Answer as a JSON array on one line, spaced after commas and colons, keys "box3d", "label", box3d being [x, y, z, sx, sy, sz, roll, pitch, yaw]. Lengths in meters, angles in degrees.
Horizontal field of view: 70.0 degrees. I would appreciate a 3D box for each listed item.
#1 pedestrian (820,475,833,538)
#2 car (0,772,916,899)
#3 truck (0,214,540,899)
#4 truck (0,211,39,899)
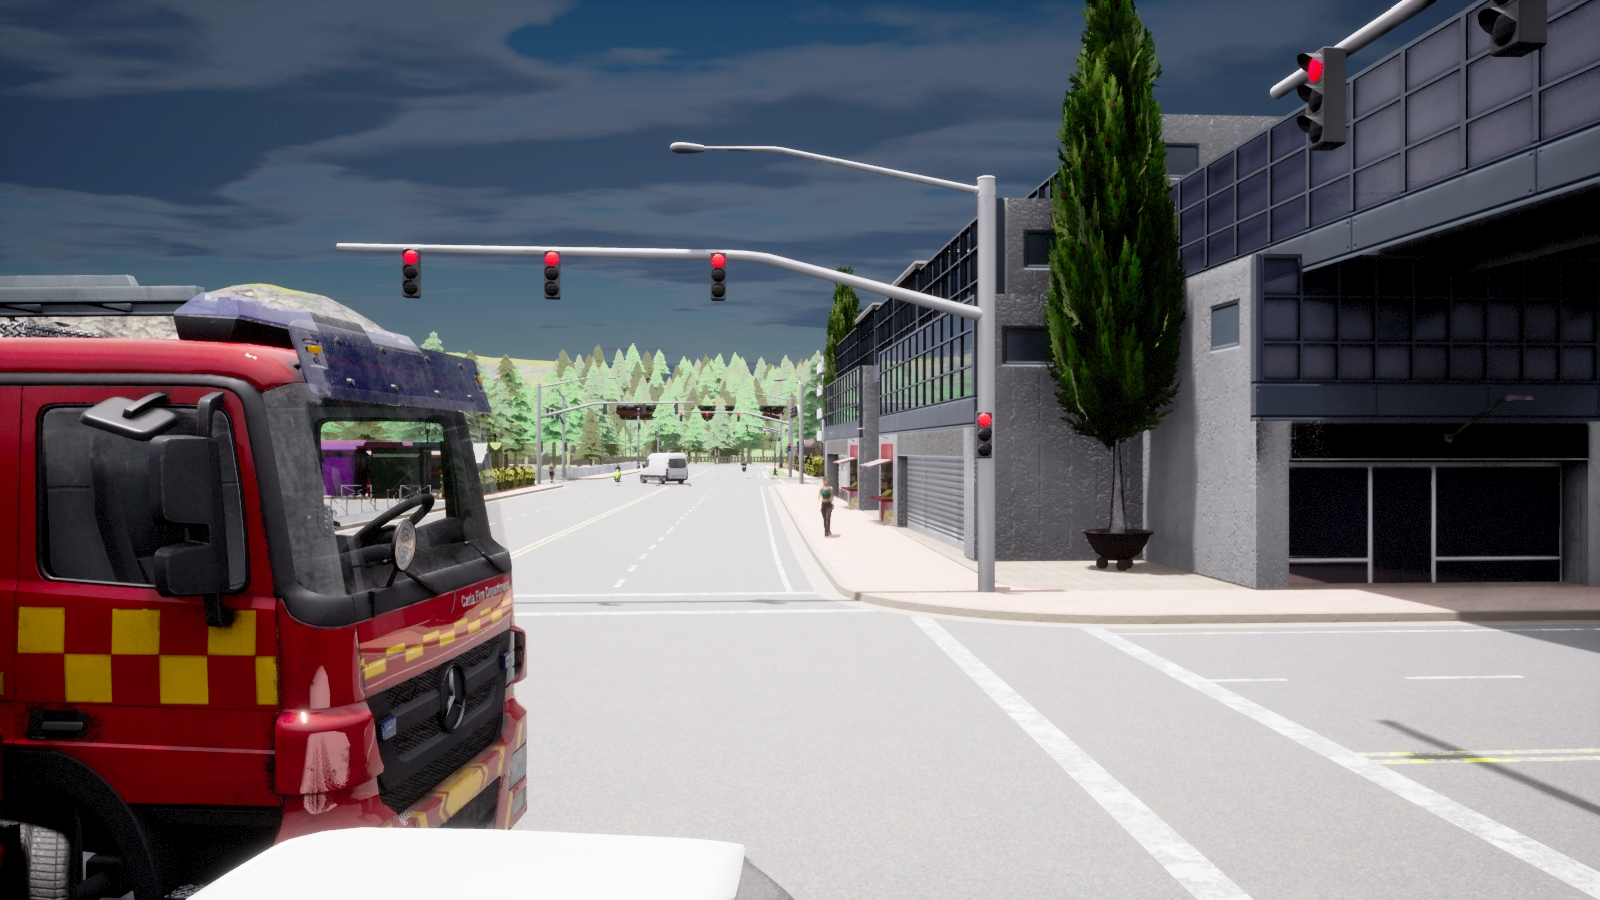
[{"box3d": [0.805, 1.696, 34.465, 0.375, 1.860, 0.375, 0, 0, 0], "label": "pedestrian"}, {"box3d": [-1.549, 2.065, 3.579, 3.806, 1.475, 1.970, 0, 0, 5], "label": "car"}, {"box3d": [-6.102, 0.890, 6.659, 8.468, 3.827, 2.891, 0, 0, 4], "label": "truck"}, {"box3d": [-7.587, 0.890, 3.490, 8.468, 3.827, 2.891, 0, 0, -3], "label": "truck"}]
